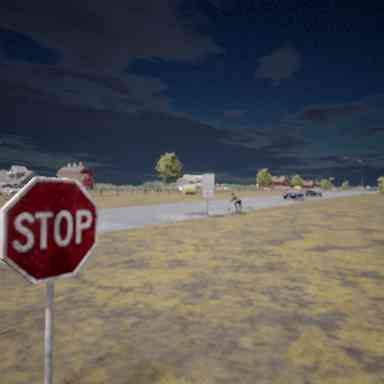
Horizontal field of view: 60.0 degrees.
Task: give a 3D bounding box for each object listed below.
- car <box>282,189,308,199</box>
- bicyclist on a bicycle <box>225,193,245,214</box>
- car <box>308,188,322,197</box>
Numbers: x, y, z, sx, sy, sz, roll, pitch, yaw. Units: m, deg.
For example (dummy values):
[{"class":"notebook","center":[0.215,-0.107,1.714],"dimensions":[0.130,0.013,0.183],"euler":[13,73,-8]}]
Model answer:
[{"class":"car","center":[14.864,0.361,48.379],"dimensions":[1.895,1.301,4.718],"euler":[2,2,35]},{"class":"bicyclist on a bicycle","center":[3.252,0.886,25.305],"dimensions":[1.656,1.620,0.582],"euler":[0,1,35]},{"class":"car","center":[20.670,0.077,56.542],"dimensions":[1.837,1.490,4.892],"euler":[2,2,35]}]
